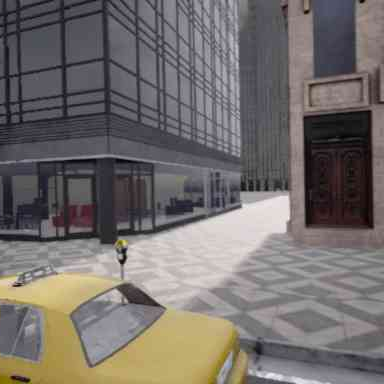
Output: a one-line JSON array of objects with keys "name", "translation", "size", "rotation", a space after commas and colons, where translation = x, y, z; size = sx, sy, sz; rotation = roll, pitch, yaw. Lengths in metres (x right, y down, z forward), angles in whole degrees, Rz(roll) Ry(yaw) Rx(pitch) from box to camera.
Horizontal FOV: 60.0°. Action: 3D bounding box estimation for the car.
[{"name": "car", "translation": [-1.888, 1.498, 3.632], "size": [4.829, 1.417, 1.752], "rotation": [-1, 1, 21]}]
